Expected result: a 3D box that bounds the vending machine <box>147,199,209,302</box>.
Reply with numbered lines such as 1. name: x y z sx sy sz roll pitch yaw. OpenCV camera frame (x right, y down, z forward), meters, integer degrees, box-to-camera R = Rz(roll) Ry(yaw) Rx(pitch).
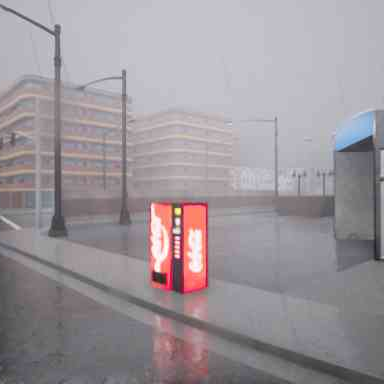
1. vending machine: -0.305 1.222 7.552 1.100 2.100 0.880 0 0 -44
